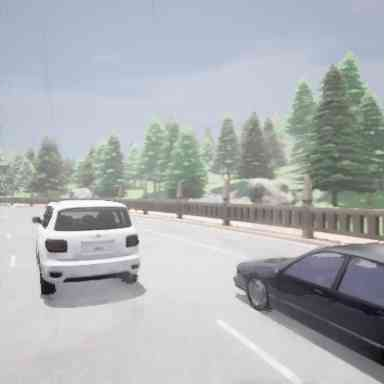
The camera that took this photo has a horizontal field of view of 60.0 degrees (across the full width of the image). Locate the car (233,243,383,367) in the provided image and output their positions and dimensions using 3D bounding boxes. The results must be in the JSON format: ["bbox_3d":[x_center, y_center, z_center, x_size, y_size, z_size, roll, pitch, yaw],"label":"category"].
[{"bbox_3d":[2.666,1.517,5.006,2.033,1.411,5.357,-1,0,-23],"label":"car"}]

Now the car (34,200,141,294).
[{"bbox_3d":[-3.082,1.238,9.217,2.150,2.045,5.566,0,0,-26],"label":"car"}]
